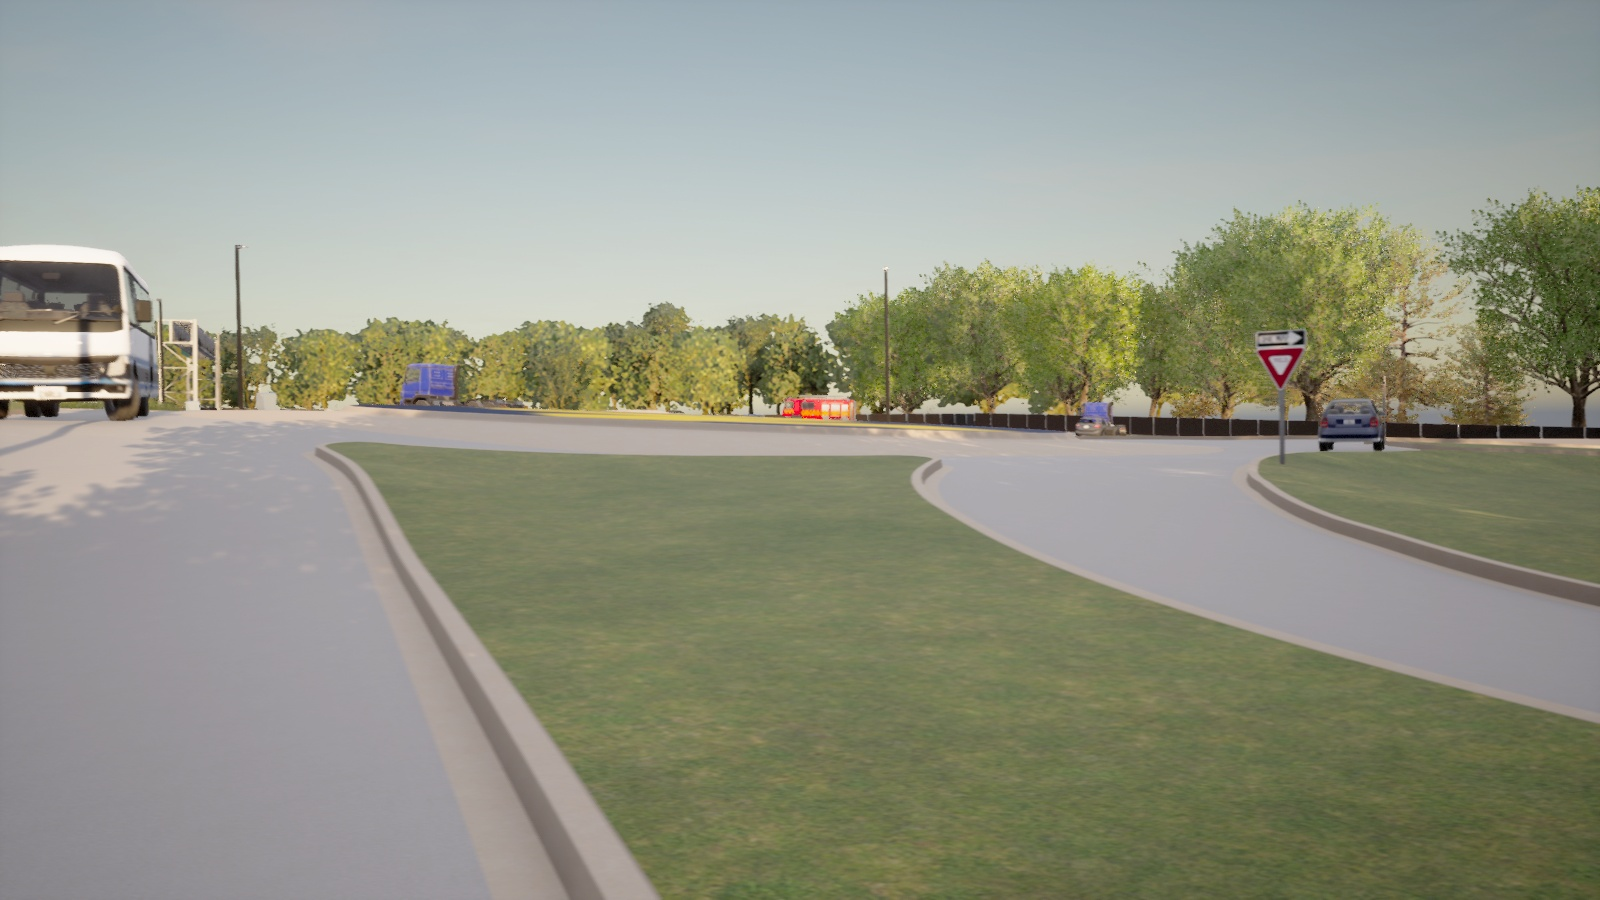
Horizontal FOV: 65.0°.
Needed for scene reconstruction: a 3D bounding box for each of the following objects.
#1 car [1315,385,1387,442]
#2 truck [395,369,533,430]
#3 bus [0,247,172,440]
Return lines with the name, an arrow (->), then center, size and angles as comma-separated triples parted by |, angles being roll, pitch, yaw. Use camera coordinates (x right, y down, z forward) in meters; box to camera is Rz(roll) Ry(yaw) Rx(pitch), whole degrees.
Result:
car -> 16.442, -1.102, 37.409 | 1.789, 1.549, 3.705 | -1, 2, 26
truck -> -20.278, -3.044, 75.773 | 7.936, 3.462, 2.891 | 2, 1, 24
bus -> -18.951, -2.529, 32.733 | 3.944, 4.253, 10.273 | -3, 3, -24
